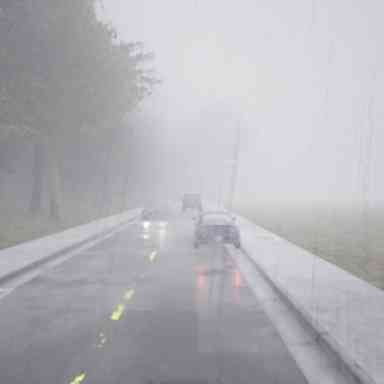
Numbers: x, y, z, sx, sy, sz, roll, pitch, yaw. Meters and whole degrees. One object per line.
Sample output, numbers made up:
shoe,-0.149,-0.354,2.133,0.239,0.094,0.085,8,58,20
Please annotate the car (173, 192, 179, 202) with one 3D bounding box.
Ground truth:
car,-2.754,1.086,68.845,2.150,2.045,5.566,0,0,0

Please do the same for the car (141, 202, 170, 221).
car,-2.848,1.511,26.487,1.994,1.385,4.181,0,0,0

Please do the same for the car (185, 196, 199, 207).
car,0.003,1.393,49.968,2.128,1.511,4.902,0,0,0

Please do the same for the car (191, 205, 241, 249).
car,0.961,1.497,14.279,1.812,1.442,4.674,0,0,0

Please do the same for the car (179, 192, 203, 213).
car,0.038,1.147,36.347,2.150,2.045,5.566,0,0,1
